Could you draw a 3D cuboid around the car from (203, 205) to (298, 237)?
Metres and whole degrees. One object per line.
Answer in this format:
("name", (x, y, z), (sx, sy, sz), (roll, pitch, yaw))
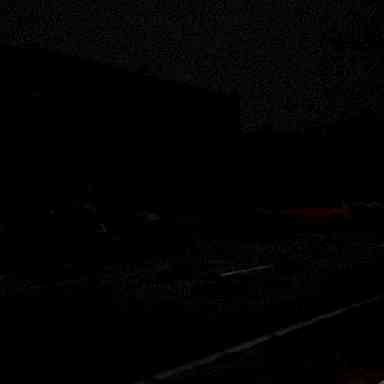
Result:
("car", (2.684, 1.441, 17.746), (5.008, 1.535, 2.097), (-1, 0, 36))

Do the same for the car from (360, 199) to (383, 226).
("car", (10.260, 1.422, 22.726), (4.892, 1.521, 2.231), (-1, 0, 37))

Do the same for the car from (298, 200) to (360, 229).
("car", (7.735, 1.302, 21.070), (4.553, 1.767, 2.185), (-1, 0, 36))

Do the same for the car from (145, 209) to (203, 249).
("car", (-2.317, 1.455, 14.363), (5.008, 1.535, 2.097), (-1, -1, 35))

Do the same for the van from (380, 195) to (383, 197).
("van", (17.968, 1.172, 27.541), (4.442, 1.987, 1.878), (-1, -1, 38))

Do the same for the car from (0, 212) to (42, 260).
("car", (-7.272, 1.508, 10.895), (4.674, 1.452, 2.002), (-1, 0, 35))

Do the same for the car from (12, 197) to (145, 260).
("car", (-4.775, 1.210, 12.627), (5.566, 2.045, 2.435), (-1, -1, 35))
